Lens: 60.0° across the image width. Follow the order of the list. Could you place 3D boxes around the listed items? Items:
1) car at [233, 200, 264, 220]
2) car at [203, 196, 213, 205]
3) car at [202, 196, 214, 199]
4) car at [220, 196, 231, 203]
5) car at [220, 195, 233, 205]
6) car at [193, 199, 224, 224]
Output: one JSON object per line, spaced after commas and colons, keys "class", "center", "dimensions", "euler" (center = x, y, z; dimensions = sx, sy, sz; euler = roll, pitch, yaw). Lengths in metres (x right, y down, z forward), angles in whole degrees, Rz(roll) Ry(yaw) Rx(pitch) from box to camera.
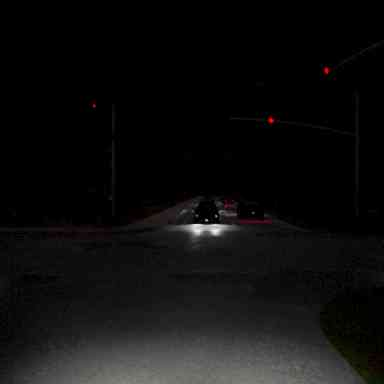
{"class": "car", "center": [4.883, 1.455, 28.229], "dimensions": [1.882, 1.535, 5.008], "euler": [0, 0, 3]}
{"class": "car", "center": [3.019, 1.498, 61.366], "dimensions": [1.837, 1.490, 4.892], "euler": [0, -1, 3]}
{"class": "car", "center": [2.019, 1.509, 42.880], "dimensions": [1.812, 1.442, 4.674], "euler": [0, 0, 3]}
{"class": "car", "center": [6.936, 1.501, 69.211], "dimensions": [1.837, 1.490, 4.892], "euler": [0, 0, 3]}
{"class": "car", "center": [6.437, 1.591, 59.250], "dimensions": [1.895, 1.301, 4.718], "euler": [0, 0, 3]}
{"class": "car", "center": [1.126, 1.523, 25.194], "dimensions": [2.033, 1.411, 5.357], "euler": [0, 0, 3]}
